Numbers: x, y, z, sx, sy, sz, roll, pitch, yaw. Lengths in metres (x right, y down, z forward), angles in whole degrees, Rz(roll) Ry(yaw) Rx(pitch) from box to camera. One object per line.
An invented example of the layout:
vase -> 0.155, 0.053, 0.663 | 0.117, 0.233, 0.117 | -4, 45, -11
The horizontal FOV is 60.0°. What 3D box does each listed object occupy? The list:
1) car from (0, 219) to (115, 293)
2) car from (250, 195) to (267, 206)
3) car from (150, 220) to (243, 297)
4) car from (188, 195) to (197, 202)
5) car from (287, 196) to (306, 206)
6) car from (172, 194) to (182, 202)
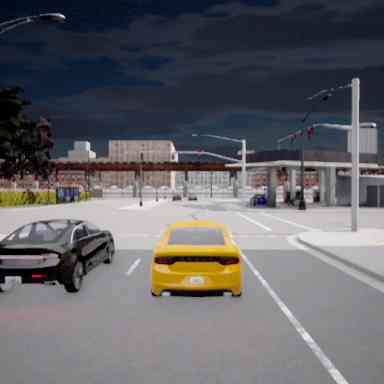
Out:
car -> -3.398, 1.466, 8.793 | 2.128, 1.511, 4.902 | 0, 0, 0
car -> 9.818, 1.210, 48.848 | 2.242, 1.667, 4.611 | 0, 0, 0
car -> 0.101, 1.460, 8.576 | 1.882, 1.535, 5.008 | 0, 0, 0
car -> 0.161, 1.381, 73.545 | 1.994, 1.385, 4.181 | 0, 0, 0
car -> 15.564, 1.382, 49.598 | 1.970, 1.475, 3.806 | 0, 0, 0
car -> -3.339, 1.321, 73.552 | 1.837, 1.490, 4.892 | 0, 0, 0
